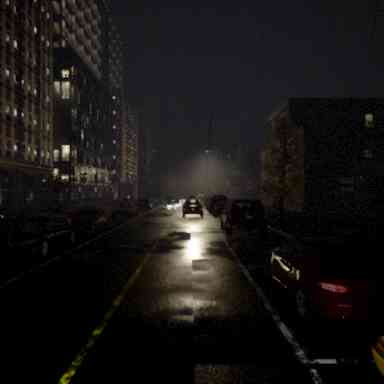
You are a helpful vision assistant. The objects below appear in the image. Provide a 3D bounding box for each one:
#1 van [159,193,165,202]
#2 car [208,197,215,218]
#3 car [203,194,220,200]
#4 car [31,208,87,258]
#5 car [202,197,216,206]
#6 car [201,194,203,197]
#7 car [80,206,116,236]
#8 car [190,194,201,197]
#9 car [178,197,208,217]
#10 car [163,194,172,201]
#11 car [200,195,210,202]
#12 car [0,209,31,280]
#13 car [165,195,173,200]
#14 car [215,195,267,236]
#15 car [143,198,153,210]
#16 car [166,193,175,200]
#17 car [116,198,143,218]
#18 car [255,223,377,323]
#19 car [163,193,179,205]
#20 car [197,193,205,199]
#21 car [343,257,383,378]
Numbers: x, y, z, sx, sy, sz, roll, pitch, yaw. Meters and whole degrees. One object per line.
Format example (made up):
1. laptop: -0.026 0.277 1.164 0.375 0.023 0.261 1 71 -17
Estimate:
1. van: -5.781 1.145 67.768 1.690 1.788 3.998 0 0 0
2. car: 2.653 1.432 29.190 1.752 1.417 4.829 0 0 0
3. car: 2.646 1.206 34.557 2.192 1.841 5.009 0 0 0
4. car: -5.704 1.510 12.399 2.008 1.369 4.403 0 0 0
5. car: 2.622 1.411 51.168 1.947 1.339 4.313 0 0 0
6. car: 2.639 1.190 40.093 2.192 1.841 5.009 0 0 0
7. car: -5.711 1.486 17.936 1.887 1.381 4.507 0 0 0
8. car: 0.037 1.365 45.979 1.837 1.490 4.892 0 0 0
9. car: 0.062 1.453 29.685 2.033 1.411 5.357 0 0 0
10. car: -5.797 1.304 78.673 1.752 1.417 4.829 0 0 0
11. car: 2.599 1.384 67.779 1.802 1.307 4.206 0 0 0
12. car: -5.695 1.292 6.861 2.192 1.841 5.009 0 0 0
13. car: -5.805 1.349 84.380 1.802 1.307 4.206 0 0 0
14. car: 2.670 1.255 17.945 2.192 1.841 5.009 0 0 0
15. car: -5.743 1.442 40.084 1.947 1.339 4.313 0 0 0
16. car: -5.812 1.195 89.917 1.967 1.590 4.097 0 0 0
17. car: -5.727 1.434 28.840 1.752 1.417 4.829 0 0 0
18. car: 2.685 1.558 6.872 1.802 1.307 4.206 0 0 0
19. car: -3.139 1.324 56.071 2.128 1.511 4.902 0 0 0
20. car: 2.561 1.183 95.463 1.967 1.590 4.097 0 0 0
21. car: 2.692 1.519 1.504 1.752 1.417 4.829 0 0 0
